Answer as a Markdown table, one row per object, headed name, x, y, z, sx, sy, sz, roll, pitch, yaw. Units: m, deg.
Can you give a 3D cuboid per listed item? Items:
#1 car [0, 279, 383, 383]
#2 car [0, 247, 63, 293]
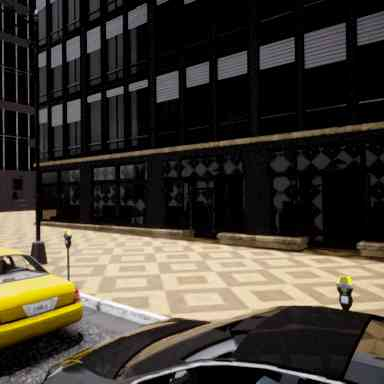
| name | x | y | z | sx | sy | sz | roll | pitch | yaw |
| --- | --- | --- | --- | --- | --- | --- | --- | --- | --- |
| car | 0.703 | 1.566 | 2.345 | 4.313 | 1.339 | 1.947 | 0 | -1 | 35 |
| car | -3.932 | 1.527 | 5.859 | 4.829 | 1.417 | 1.752 | 0 | -1 | 35 |
